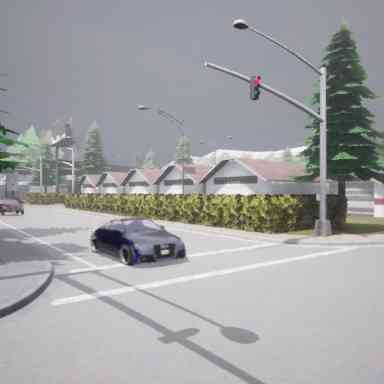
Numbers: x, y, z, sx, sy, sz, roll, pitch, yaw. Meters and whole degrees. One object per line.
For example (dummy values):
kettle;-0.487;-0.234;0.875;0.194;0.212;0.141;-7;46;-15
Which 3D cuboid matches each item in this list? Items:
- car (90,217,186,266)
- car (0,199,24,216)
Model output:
car;-2.016;1.617;11.719;1.994;1.385;4.181;0;1;-37
car;-17.699;1.422;32.389;1.812;1.442;4.674;0;0;-37
